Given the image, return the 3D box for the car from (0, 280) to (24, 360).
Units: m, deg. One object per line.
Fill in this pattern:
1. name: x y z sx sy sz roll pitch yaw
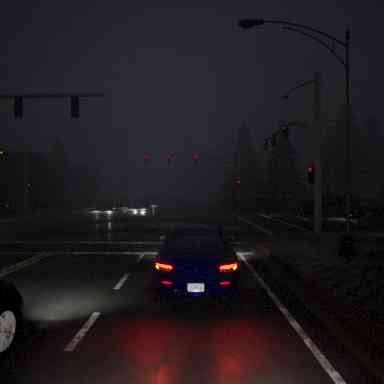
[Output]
1. car: -3.441 1.505 3.053 1.837 1.490 4.892 0 0 0

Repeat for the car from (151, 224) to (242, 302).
1. car: 0.131 1.526 8.186 1.812 1.442 4.674 0 0 2

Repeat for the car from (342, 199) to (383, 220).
1. car: 15.886 1.547 27.706 5.357 1.411 2.033 0 0 0

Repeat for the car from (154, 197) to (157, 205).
1. car: -7.105 1.505 57.332 1.837 1.490 4.892 0 0 1

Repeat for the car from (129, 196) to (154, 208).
1. car: -7.108 1.491 47.257 2.128 1.511 4.902 0 0 0

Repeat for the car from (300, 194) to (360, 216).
1. car: 13.064 1.222 31.205 5.566 2.045 2.150 0 0 0

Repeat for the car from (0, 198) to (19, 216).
1. car: -19.128 1.352 31.594 4.553 1.767 2.097 0 0 0

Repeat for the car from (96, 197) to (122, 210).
1. car: -10.623 1.526 42.037 1.812 1.442 4.674 0 0 0

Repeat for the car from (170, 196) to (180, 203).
1. car: -3.477 1.477 69.696 1.882 1.535 5.008 0 0 0

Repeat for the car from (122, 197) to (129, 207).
1. car: -10.630 1.477 51.240 1.882 1.535 5.008 0 0 0
